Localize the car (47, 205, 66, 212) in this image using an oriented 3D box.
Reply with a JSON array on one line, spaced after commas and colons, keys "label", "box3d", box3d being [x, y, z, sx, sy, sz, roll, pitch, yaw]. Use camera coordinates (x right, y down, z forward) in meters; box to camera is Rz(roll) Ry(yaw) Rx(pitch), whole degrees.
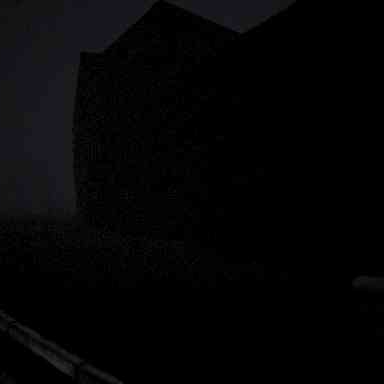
[{"label": "car", "box3d": [-27.532, 3.314, 67.771, 2.033, 1.411, 5.357, -3, -2, 0]}]
